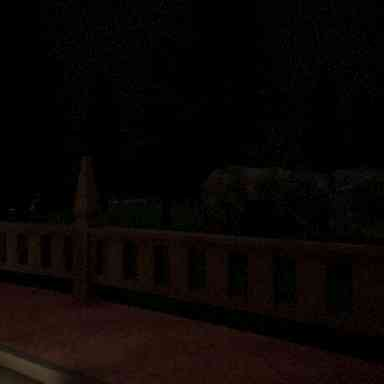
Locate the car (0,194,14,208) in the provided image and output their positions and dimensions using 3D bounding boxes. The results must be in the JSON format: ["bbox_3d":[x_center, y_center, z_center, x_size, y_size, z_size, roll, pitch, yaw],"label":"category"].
[{"bbox_3d":[-26.667,1.268,50.270,2.150,2.045,5.566,0,0,12],"label":"car"}]
